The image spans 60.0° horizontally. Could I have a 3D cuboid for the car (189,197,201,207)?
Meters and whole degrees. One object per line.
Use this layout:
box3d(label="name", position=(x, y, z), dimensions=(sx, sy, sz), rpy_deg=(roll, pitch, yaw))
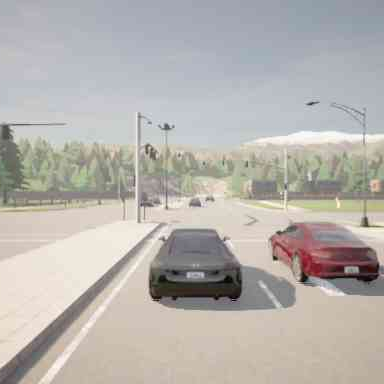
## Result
box3d(label="car", position=(0.505, 1.838, 56.398), dimensions=(1.994, 1.385, 4.181), rpy_deg=(0, 0, 1))

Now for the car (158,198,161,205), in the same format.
box3d(label="car", position=(-7.359, 1.892, 67.393), dimensions=(1.994, 1.385, 4.181), rpy_deg=(0, 0, 1))

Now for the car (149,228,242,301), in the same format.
box3d(label="car", position=(0.062, 1.606, 8.515), dimensions=(1.994, 1.385, 4.181), rpy_deg=(0, 0, 0))

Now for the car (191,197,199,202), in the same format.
box3d(label="car", position=(0.856, 1.827, 81.854), dimensions=(1.895, 1.301, 4.718), rpy_deg=(0, 0, 1))

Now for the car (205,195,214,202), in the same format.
box3d(label="car", position=(4.355, 1.586, 81.749), dimensions=(2.097, 1.767, 4.553), rpy_deg=(0, 0, 1))

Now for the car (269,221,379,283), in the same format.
box3d(label="car", position=(3.562, 1.573, 9.700), dimensions=(1.812, 1.442, 4.674), rpy_deg=(0, 0, 0))

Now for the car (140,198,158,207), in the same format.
box3d(label="car", position=(-7.580, 1.823, 56.477), dimensions=(2.033, 1.411, 5.357), rpy_deg=(0, 0, 1))
